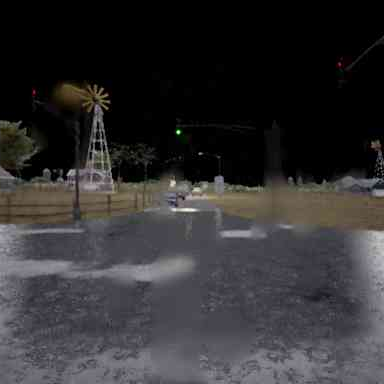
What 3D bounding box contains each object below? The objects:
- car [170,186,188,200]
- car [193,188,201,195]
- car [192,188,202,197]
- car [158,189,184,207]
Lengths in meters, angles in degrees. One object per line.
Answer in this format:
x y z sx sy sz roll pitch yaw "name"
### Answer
-2.083 0.152 46.304 2.150 2.045 5.566 0 1 0 "car"
1.105 -0.215 72.959 1.812 1.442 4.674 0 1 1 "car"
0.964 0.154 62.491 2.033 1.411 5.357 0 1 1 "car"
-2.256 0.746 33.877 2.033 1.411 5.357 0 1 1 "car"
